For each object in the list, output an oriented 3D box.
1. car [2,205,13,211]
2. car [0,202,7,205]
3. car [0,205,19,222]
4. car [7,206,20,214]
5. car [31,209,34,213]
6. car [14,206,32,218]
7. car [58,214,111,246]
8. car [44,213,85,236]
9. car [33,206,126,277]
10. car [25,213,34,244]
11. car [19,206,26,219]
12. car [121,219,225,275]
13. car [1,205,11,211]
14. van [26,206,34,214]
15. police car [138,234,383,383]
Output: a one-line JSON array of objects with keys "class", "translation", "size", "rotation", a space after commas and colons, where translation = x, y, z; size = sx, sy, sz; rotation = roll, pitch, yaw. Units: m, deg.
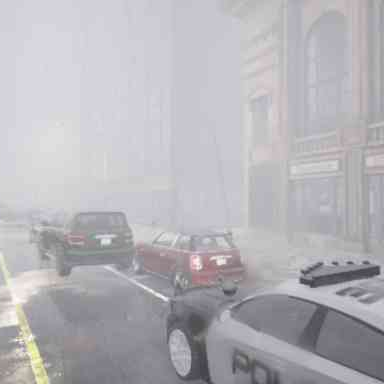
[{"class": "car", "translation": [-42.180, 3.649, 76.029], "size": [1.947, 1.339, 4.313], "rotation": [2, -2, -32]}, {"class": "car", "translation": [-28.474, 2.558, 49.161], "size": [2.150, 2.045, 5.566], "rotation": [2, -2, -32]}, {"class": "car", "translation": [-20.702, 2.539, 36.939], "size": [1.812, 1.442, 4.674], "rotation": [2, -2, -32]}, {"class": "car", "translation": [-33.209, 3.251, 61.822], "size": [1.887, 1.381, 4.507], "rotation": [2, -2, -32]}, {"class": "car", "translation": [-12.278, 2.373, 28.671], "size": [1.887, 1.381, 4.507], "rotation": [2, -2, -32]}, {"class": "car", "translation": [-24.237, 2.770, 47.618], "size": [1.967, 1.590, 4.097], "rotation": [2, -2, -32]}, {"class": "car", "translation": [-6.389, 2.107, 19.344], "size": [1.752, 1.417, 4.829], "rotation": [2, -2, -32]}, {"class": "car", "translation": [-9.288, 2.248, 23.936], "size": [1.887, 1.381, 4.507], "rotation": [2, -2, -32]}, {"class": "car", "translation": [-3.935, 1.583, 11.832], "size": [2.150, 2.045, 5.566], "rotation": [2, -2, -33]}, {"class": "car", "translation": [-7.062, 2.021, 16.918], "size": [1.812, 1.442, 4.674], "rotation": [2, -2, -32]}, {"class": "car", "translation": [-21.249, 2.749, 42.879], "size": [1.887, 1.381, 4.507], "rotation": [2, -2, -32]}, {"class": "car", "translation": [-0.316, 1.768, 9.732], "size": [1.967, 1.590, 4.097], "rotation": [2, -2, -32]}, {"class": "car", "translation": [-45.170, 3.776, 80.764], "size": [1.947, 1.339, 4.313], "rotation": [2, -2, -32]}, {"class": "van", "translation": [-15.266, 2.295, 33.414], "size": [1.690, 1.788, 3.998], "rotation": [2, -2, -32]}, {"class": "police car", "translation": [1.420, 1.565, 3.488], "size": [1.930, 1.638, 5.238], "rotation": [2, -2, -32]}]
